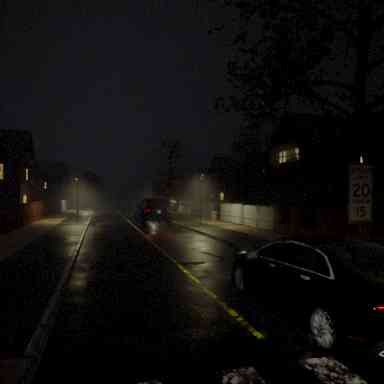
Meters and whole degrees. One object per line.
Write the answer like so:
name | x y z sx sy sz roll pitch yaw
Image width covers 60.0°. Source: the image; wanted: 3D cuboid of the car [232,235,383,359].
car | 2.330 1.567 6.268 1.837 1.490 4.892 0 -1 -15

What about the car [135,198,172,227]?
car | -3.023 1.506 25.516 2.150 2.045 5.566 0 -1 -16
